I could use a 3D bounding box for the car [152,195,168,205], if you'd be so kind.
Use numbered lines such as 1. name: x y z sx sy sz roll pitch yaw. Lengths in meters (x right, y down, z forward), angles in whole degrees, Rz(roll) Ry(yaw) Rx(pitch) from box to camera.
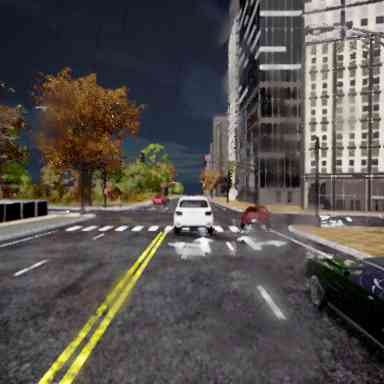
1. car: -6.525 1.546 65.957 2.150 2.045 5.566 0 0 0

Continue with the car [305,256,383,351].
1. car: 3.347 1.623 5.082 1.895 1.301 4.718 0 0 0

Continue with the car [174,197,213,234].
1. car: 0.072 1.310 20.214 2.150 2.045 5.566 0 0 0

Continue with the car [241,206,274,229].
1. car: 4.489 1.650 22.697 1.812 1.442 4.674 0 -1 17

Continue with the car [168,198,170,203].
1. car: -6.521 1.968 81.475 1.994 1.385 4.181 0 0 0
